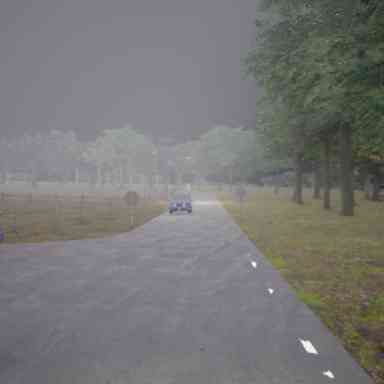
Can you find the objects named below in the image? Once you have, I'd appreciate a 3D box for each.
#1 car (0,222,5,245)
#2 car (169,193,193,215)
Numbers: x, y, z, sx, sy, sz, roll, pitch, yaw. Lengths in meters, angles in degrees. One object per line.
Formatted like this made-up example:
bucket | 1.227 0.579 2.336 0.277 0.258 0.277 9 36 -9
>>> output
car | -9.374 1.469 11.653 5.008 1.535 1.882 0 3 -6
car | -1.046 1.142 33.784 2.150 2.045 5.566 -1 1 3
